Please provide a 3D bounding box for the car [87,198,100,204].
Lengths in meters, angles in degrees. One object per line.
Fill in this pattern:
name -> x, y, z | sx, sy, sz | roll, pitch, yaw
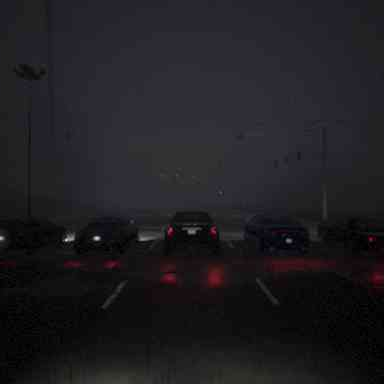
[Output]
car -> -27.412, 2.375, 87.045 | 5.357, 1.411, 2.033 | 0, -1, 35

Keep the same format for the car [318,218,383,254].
car -> 6.992, 1.738, 14.098 | 1.895, 1.301, 4.718 | 0, -1, 0

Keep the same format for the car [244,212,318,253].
car -> 3.489, 1.618, 14.469 | 1.882, 1.535, 5.008 | 0, 0, 0

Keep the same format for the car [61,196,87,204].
car -> -30.179, 2.038, 84.744 | 5.566, 2.045, 2.150 | 0, -1, 35

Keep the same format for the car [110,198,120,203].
car -> -23.147, 2.414, 92.576 | 4.902, 1.511, 2.128 | 0, -1, 35

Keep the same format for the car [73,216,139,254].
car -> -3.510, 1.702, 14.260 | 1.994, 1.385, 4.181 | 0, -1, 0

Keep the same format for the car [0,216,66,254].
car -> -7.015, 1.702, 14.245 | 1.994, 1.385, 4.181 | 0, -1, 0

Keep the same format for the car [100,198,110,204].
car -> -25.209, 2.341, 89.765 | 5.008, 1.535, 1.882 | 0, -1, 35

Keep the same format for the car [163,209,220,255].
car -> -0.009, 1.486, 14.072 | 2.097, 1.767, 4.553 | 0, -1, 0
